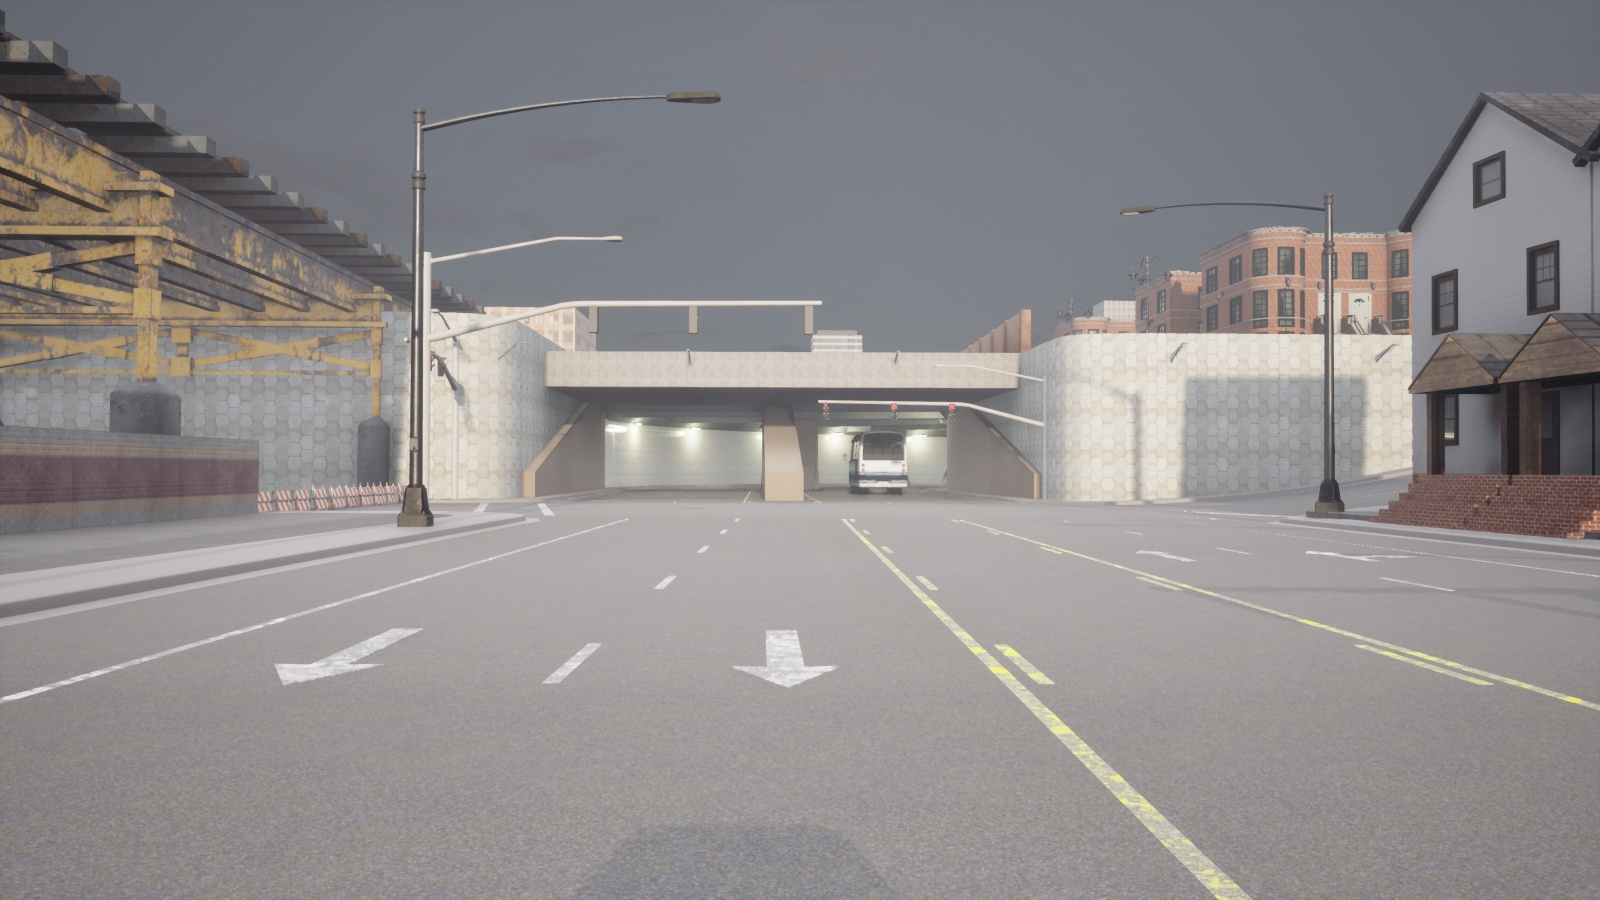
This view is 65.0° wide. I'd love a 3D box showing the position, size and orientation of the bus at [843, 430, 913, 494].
[{"bbox_3d":[5.332,0.897,88.404,3.944,4.253,10.273,0,-1,-2],"label":"bus"}]
